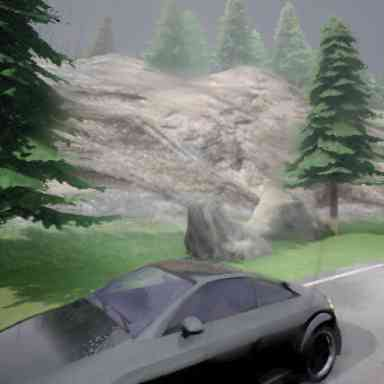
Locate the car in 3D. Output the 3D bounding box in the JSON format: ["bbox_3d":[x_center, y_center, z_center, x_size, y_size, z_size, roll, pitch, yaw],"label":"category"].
[{"bbox_3d":[-0.159,1.558,3.859,4.181,1.385,1.994,0,0,-35],"label":"car"}]
